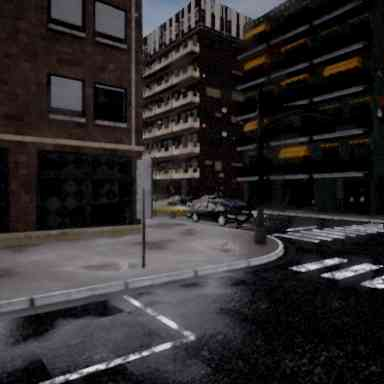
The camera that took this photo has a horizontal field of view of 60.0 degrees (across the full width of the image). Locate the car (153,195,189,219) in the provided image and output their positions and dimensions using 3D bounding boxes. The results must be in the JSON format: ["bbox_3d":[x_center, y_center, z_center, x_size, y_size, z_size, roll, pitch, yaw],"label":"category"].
[{"bbox_3d":[-1.616,1.221,25.319,1.752,1.417,4.829,1,0,-36],"label":"car"}]

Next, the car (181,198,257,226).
[{"bbox_3d":[1.590,1.322,20.977,2.008,1.369,4.403,1,0,-36],"label":"car"}]

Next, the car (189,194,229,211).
[{"bbox_3d":[1.738,1.054,34.886,1.967,1.590,4.097,1,0,-36],"label":"car"}]

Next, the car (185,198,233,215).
[{"bbox_3d":[1.470,1.261,30.716,1.895,1.301,4.718,0,1,-36],"label":"car"}]

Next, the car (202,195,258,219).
[{"bbox_3d":[2.737,1.239,23.767,2.128,1.511,4.902,0,1,-37],"label":"car"}]
